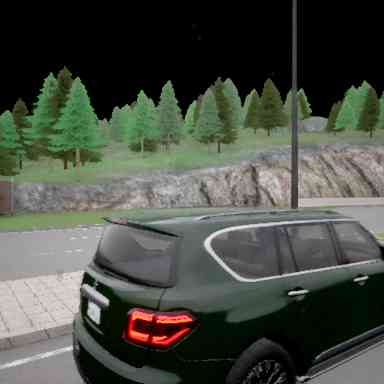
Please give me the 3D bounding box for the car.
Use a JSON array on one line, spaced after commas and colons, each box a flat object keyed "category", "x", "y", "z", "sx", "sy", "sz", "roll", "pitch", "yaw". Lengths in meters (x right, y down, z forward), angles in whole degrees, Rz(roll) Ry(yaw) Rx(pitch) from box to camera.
[{"category": "car", "x": 1.267, "y": 1.219, "z": 4.648, "sx": 5.566, "sy": 2.045, "sz": 2.150, "roll": 0, "pitch": 0, "yaw": -35}]
